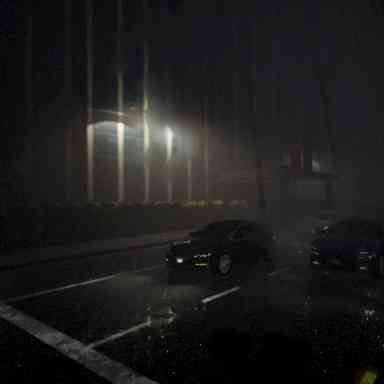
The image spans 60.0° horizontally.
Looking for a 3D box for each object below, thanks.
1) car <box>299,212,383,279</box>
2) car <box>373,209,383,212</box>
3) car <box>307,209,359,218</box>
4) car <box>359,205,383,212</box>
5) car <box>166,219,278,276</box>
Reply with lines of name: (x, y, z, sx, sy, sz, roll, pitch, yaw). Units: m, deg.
car: (5.483, 1.621, 10.856, 1.882, 1.535, 5.008, -2, -1, 40)
car: (11.883, 1.754, 18.366, 2.033, 1.411, 5.357, -2, -1, 41)
car: (7.661, 1.790, 18.799, 1.812, 1.442, 4.674, -2, -1, 40)
car: (14.276, 1.807, 26.564, 1.882, 1.535, 5.008, -2, -1, 41)
car: (1.221, 1.706, 11.247, 1.837, 1.490, 4.892, -2, -1, 40)
